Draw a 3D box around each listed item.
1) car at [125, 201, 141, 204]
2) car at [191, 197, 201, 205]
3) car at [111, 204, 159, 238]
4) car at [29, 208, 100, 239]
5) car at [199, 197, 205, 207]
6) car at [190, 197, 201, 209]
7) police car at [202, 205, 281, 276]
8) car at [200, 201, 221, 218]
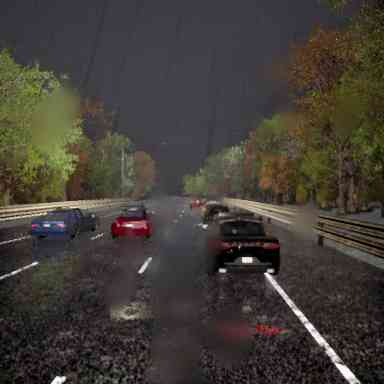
[{"bbox_3d":[-6.208,1.642,35.307,1.895,1.301,4.718,0,0,0],"label":"car"},{"bbox_3d":[0.660,1.651,63.907,1.812,1.442,4.674,0,0,-1],"label":"car"},{"bbox_3d":[-2.930,1.572,17.789,1.994,1.385,4.181,0,0,1],"label":"car"},{"bbox_3d":[-6.433,1.555,17.402,2.033,1.411,5.357,0,0,1],"label":"car"},{"bbox_3d":[1.670,1.479,26.741,1.801,1.575,5.366,0,0,1],"label":"car"},{"bbox_3d":[0.772,1.425,47.007,2.097,1.767,4.553,0,0,0],"label":"car"},{"bbox_3d":[1.384,1.428,10.559,1.930,1.638,5.238,0,0,1],"label":"police car"},{"bbox_3d":[1.580,1.539,20.512,1.812,1.442,4.674,0,0,1],"label":"car"}]
